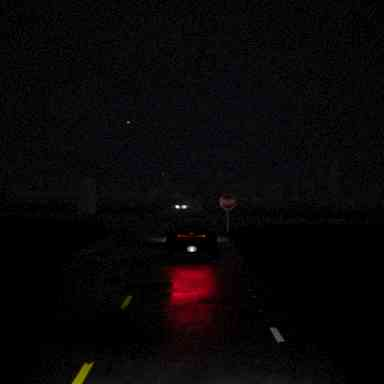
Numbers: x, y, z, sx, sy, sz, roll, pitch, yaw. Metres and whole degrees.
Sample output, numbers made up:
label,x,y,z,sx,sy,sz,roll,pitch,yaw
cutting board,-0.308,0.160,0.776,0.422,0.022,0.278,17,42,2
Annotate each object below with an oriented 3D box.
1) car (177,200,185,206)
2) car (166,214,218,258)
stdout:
label,x,y,z,sx,sy,sz,roll,pitch,yaw
car,-2.525,2.529,76.823,1.895,1.301,4.718,0,-1,0
car,-0.004,1.658,13.479,1.837,1.490,4.892,0,0,0
